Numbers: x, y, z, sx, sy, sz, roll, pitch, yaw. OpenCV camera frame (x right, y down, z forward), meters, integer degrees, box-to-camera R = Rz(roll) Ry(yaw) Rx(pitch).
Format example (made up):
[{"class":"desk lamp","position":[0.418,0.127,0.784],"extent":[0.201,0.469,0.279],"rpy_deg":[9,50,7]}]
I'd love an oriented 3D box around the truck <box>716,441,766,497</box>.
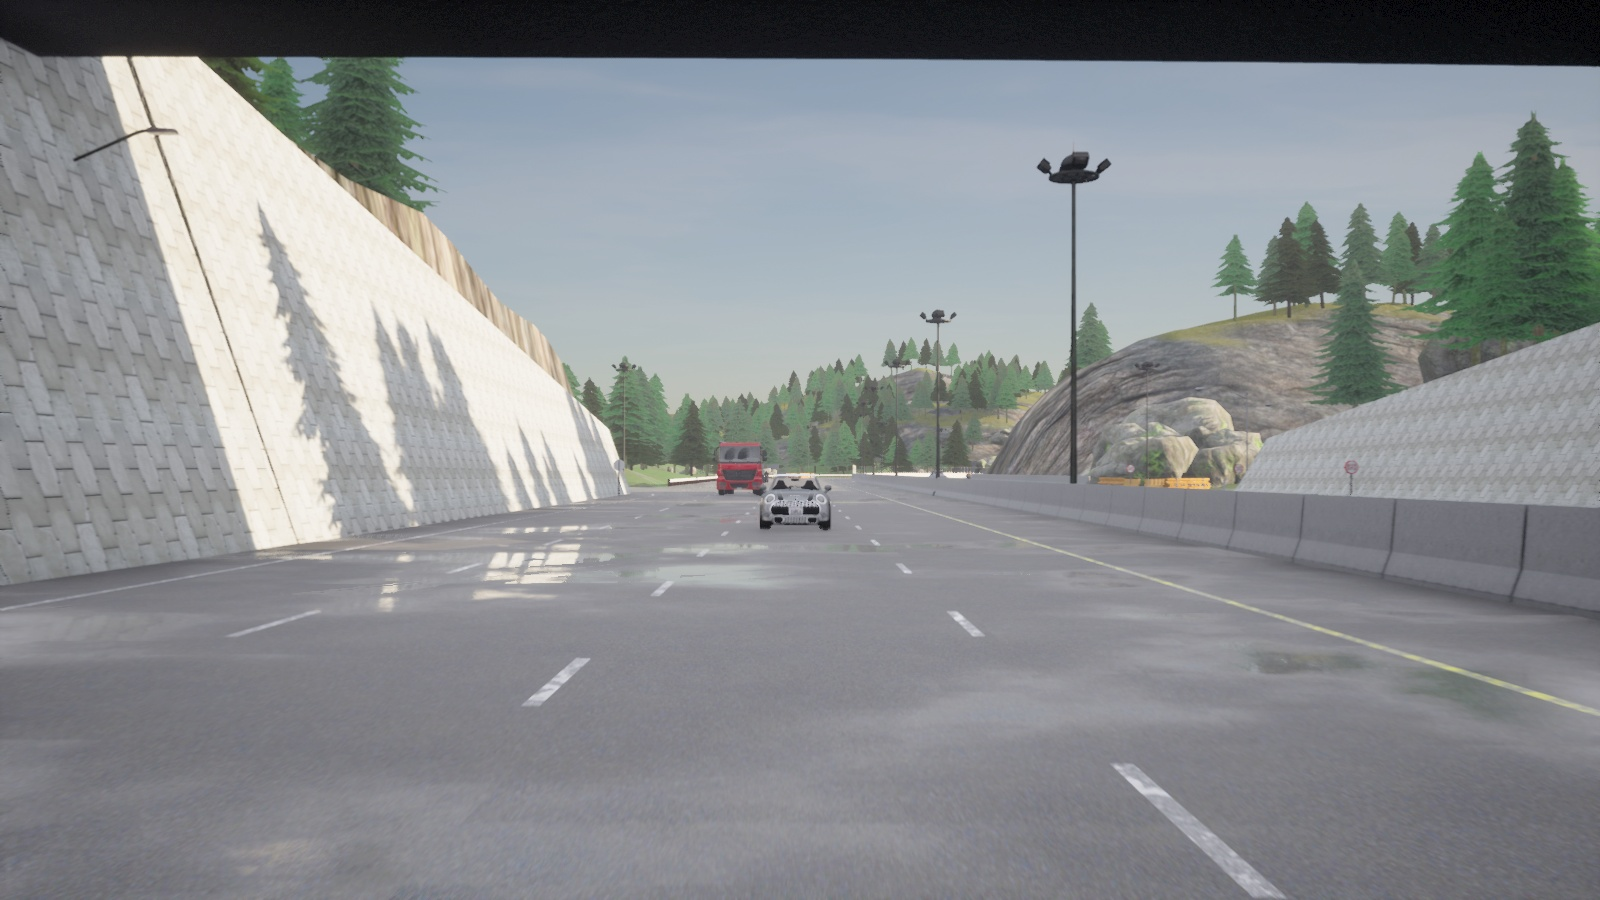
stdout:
[{"class":"truck","position":[-3.778,1.221,82.020],"extent":[2.891,3.462,7.936],"rpy_deg":[0,-1,0]}]

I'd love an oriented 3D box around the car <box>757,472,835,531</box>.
[{"class":"car","position":[-0.112,1.350,34.031],"extent":[1.970,1.475,3.806],"rpy_deg":[0,-1,0]}]
